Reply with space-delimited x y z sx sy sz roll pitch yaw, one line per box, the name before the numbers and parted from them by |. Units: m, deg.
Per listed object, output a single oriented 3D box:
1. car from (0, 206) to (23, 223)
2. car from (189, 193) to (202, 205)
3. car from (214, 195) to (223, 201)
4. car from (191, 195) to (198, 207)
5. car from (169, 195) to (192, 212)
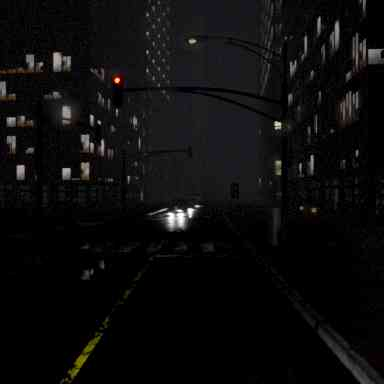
car | -16.549 1.854 27.985 4.403 1.369 2.008 -1 1 10
car | 0.432 1.159 58.315 2.150 2.045 5.566 0 0 7
car | 6.248 1.362 78.030 1.882 1.535 5.008 0 0 9
car | -0.723 1.559 47.811 1.895 1.301 4.718 0 0 6
car | -1.530 1.464 38.530 2.128 1.511 4.902 0 0 5
